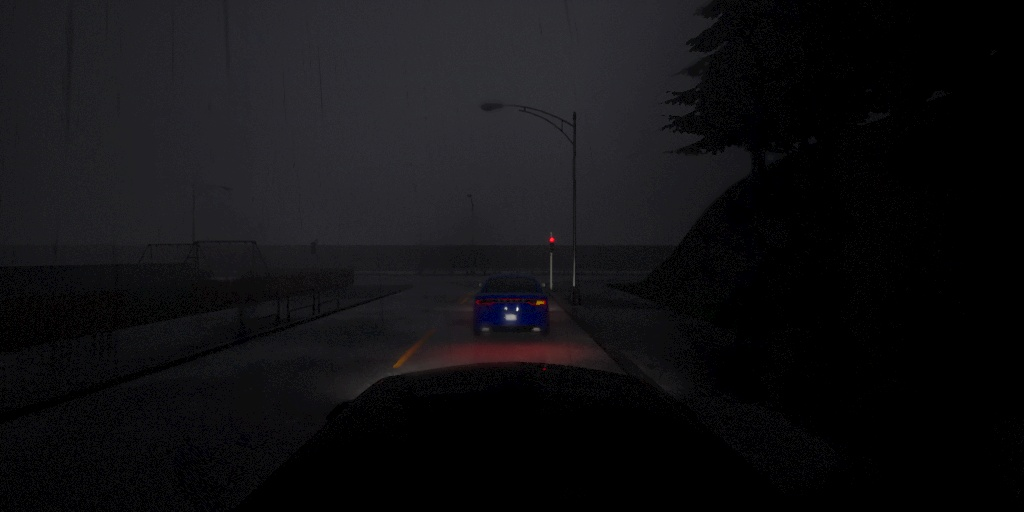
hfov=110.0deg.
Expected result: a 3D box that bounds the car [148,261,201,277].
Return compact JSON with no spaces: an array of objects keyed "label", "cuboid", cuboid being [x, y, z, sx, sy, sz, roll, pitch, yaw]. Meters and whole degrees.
[{"label":"car","cuboid":[-29.278,1.226,30.539,5.008,1.535,1.882,0,0,0]}]

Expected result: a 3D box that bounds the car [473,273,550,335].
[{"label":"car","cuboid":[-0.004,1.227,10.492,1.882,1.535,5.008,0,0,0]}]
